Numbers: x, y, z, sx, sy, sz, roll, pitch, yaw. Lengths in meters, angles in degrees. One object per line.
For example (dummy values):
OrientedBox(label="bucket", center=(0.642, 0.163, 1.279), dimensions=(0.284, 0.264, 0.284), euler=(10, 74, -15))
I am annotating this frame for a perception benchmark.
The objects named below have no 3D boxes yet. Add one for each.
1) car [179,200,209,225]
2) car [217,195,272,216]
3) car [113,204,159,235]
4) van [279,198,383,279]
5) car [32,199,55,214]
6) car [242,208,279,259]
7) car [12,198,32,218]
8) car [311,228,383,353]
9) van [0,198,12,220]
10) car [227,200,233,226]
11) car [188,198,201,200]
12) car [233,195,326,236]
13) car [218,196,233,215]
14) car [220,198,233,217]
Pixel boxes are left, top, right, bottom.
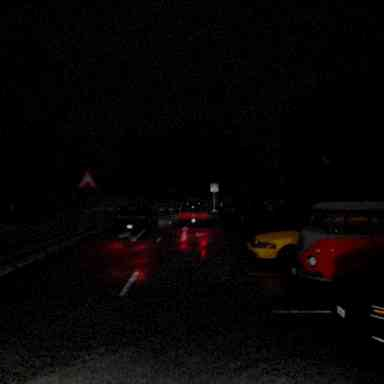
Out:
OrientedBox(label="car", center=(0.095, 1.463, 22.770), dimensions=(1.895, 1.301, 4.718), euler=(0, 0, 0))
OrientedBox(label="car", center=(4.602, 1.158, 29.625), dimensions=(4.553, 1.767, 2.185), euler=(0, 1, 0))
OrientedBox(label="car", center=(-2.904, 1.388, 17.926), dimensions=(2.128, 1.511, 4.902), euler=(0, 0, 0))
OrientedBox(label="van", center=(4.521, 1.208, 7.559), dimensions=(4.442, 1.987, 1.878), euler=(0, 0, 0))
OrientedBox(label="car", center=(-15.490, 1.298, 31.464), dimensions=(4.792, 1.488, 2.163), euler=(0, 1, 0))
OrientedBox(label="car", center=(4.452, 1.416, 10.318), dimensions=(5.366, 1.575, 1.946), euler=(0, 0, 0))
OrientedBox(label="car", center=(-15.554, 1.201, 26.027), dimensions=(4.553, 1.767, 2.185), euler=(0, 1, 0))
OrientedBox(label="car", center=(4.644, 1.450, 4.803), dimensions=(5.008, 1.535, 2.097), euler=(0, 0, 0))
OrientedBox(label="van", center=(-15.407, 1.126, 23.118), dimensions=(4.442, 1.987, 1.878), euler=(0, 0, 0))
OrientedBox(label="car", center=(4.642, 1.374, 18.589), dimensions=(4.892, 1.521, 2.231), euler=(0, 0, 0))
OrientedBox(label="car", center=(0.287, 1.318, 38.054), dimensions=(1.895, 1.301, 4.718), euler=(0, 1, 3))
OrientedBox(label="car", center=(4.665, 1.152, 13.074), dimensions=(5.566, 2.045, 2.435), euler=(0, 0, 0))
OrientedBox(label="car", center=(4.639, 1.310, 26.864), dimensions=(5.008, 1.535, 2.097), euler=(0, 1, 0))
OrientedBox(label="car", center=(4.632, 1.372, 24.109), dimensions=(4.674, 1.452, 2.002), euler=(0, 0, 0))
